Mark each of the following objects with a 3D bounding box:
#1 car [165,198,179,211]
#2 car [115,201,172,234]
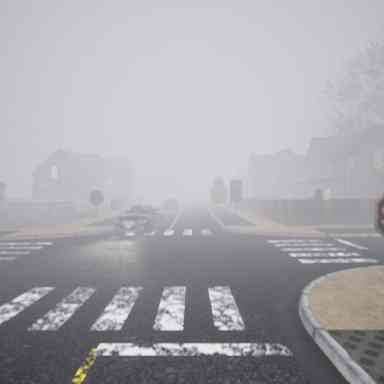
[{"bbox_3d":[-2.643,1.545,42.071,1.882,1.535,5.008,0,0,0],"label":"car"},{"bbox_3d":[-2.905,1.499,19.433,2.128,1.511,4.902,1,0,9],"label":"car"}]
